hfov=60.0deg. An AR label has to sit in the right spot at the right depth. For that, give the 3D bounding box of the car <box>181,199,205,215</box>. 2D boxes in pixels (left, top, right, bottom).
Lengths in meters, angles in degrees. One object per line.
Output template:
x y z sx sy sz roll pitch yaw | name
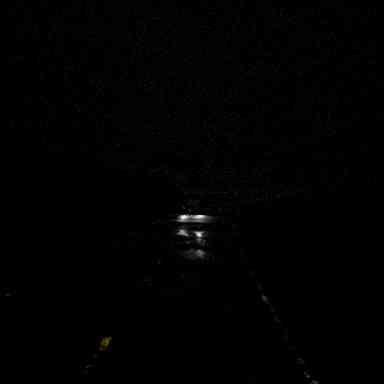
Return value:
0.210 1.451 33.469 1.812 1.442 4.674 0 0 10 | car
